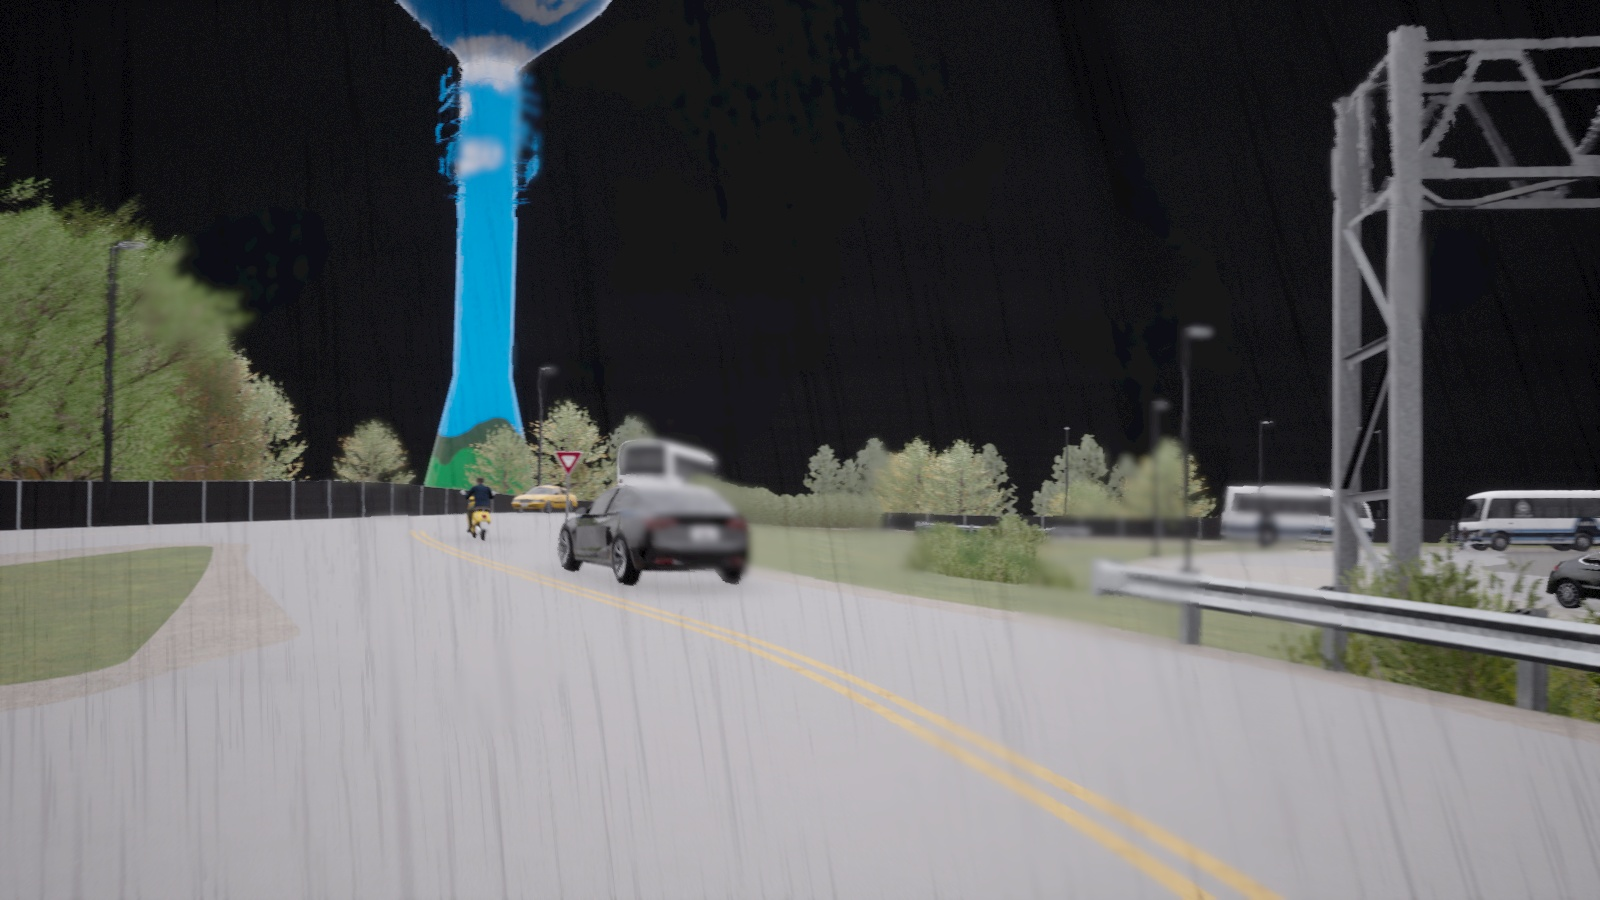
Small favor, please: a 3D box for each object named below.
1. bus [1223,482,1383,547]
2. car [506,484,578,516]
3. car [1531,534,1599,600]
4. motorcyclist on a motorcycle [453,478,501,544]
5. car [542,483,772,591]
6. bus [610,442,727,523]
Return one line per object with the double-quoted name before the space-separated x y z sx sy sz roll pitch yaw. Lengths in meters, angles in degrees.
"bus" 36.204 4.664 90.934 10.273 4.253 3.944 1 -3 15
"car" -13.446 2.603 65.729 1.801 1.575 5.366 0 -2 11
"car" 21.937 3.069 32.546 2.152 1.651 5.027 1 -3 -16
"motorcyclist on a motorcycle" -8.180 1.524 31.733 0.866 1.590 1.817 2 -2 -24
"car" -2.457 1.306 20.185 2.163 1.488 4.792 2 -2 -26
"bus" -7.794 2.172 76.450 3.944 4.253 10.273 -1 -5 13
